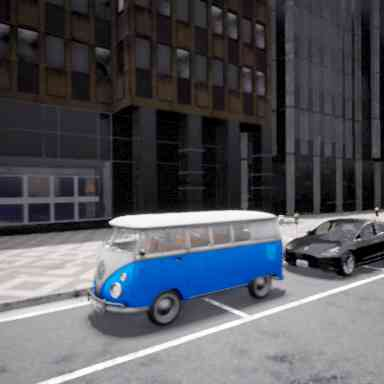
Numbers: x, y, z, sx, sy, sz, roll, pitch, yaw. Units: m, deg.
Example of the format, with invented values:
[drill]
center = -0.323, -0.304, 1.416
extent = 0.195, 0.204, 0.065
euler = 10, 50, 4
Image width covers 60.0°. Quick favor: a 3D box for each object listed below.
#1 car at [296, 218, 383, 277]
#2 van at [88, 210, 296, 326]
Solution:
[car]
center = 4.665, 1.483, 9.981
extent = 4.313, 1.339, 1.947
euler = -1, 0, -36
[van]
center = 0.075, 1.308, 6.707
extent = 3.998, 1.788, 1.690
euler = -1, 0, -36
